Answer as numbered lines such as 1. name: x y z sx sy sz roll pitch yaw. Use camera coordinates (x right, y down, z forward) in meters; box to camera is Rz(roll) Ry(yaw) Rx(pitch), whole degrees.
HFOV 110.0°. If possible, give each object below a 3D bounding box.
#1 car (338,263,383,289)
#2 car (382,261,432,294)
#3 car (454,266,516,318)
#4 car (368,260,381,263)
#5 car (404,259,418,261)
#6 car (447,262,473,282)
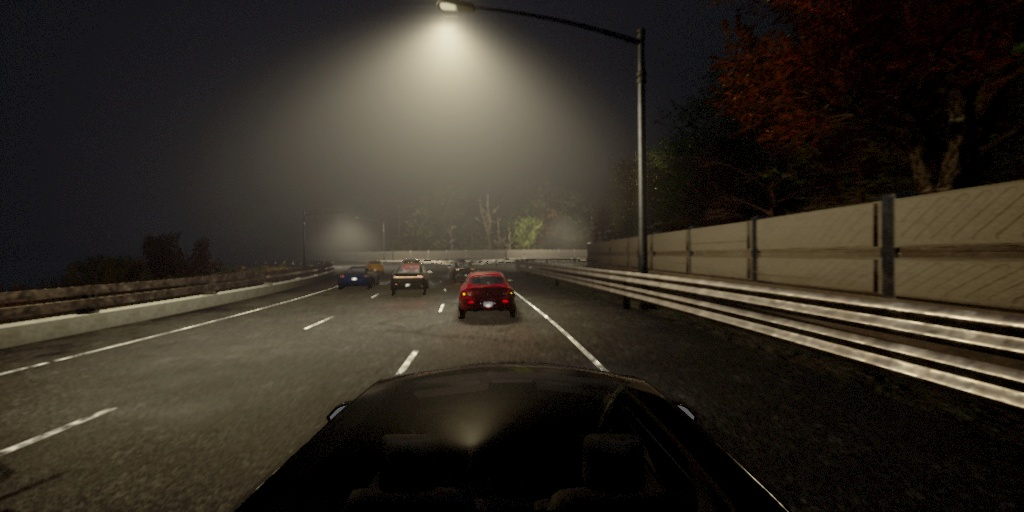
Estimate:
1. car: -9.930 1.353 23.493 1.994 1.385 4.181 -1 0 -13
2. car: -5.614 1.249 20.151 2.128 1.511 4.902 -1 0 -11
3. car: -0.934 1.257 12.917 1.812 1.442 4.674 -1 0 -6
4. car: -16.016 1.279 41.684 1.882 1.535 5.008 0 0 -23
5. car: -10.904 1.114 38.372 2.097 1.767 4.553 -1 0 -21
6. car: -4.048 1.214 28.741 2.128 1.511 4.902 -1 0 -15
